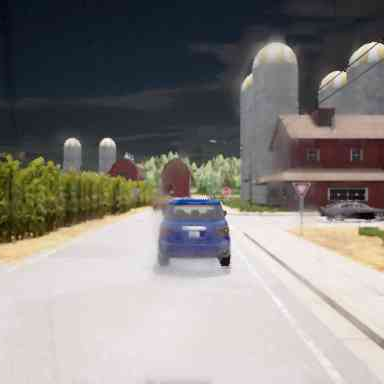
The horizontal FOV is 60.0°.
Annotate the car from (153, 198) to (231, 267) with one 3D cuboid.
[{"bbox_3d":[0.081,1.227,11.624,2.150,2.045,5.566,0,0,0],"label":"car"}]

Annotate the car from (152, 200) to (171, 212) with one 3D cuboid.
[{"bbox_3d":[-3.557,1.618,39.610,1.895,1.301,4.718,0,0,0],"label":"car"}]

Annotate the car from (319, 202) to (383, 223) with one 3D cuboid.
[{"bbox_3d":[12.029,1.475,24.787,4.902,1.511,2.128,0,0,0],"label":"car"}]
